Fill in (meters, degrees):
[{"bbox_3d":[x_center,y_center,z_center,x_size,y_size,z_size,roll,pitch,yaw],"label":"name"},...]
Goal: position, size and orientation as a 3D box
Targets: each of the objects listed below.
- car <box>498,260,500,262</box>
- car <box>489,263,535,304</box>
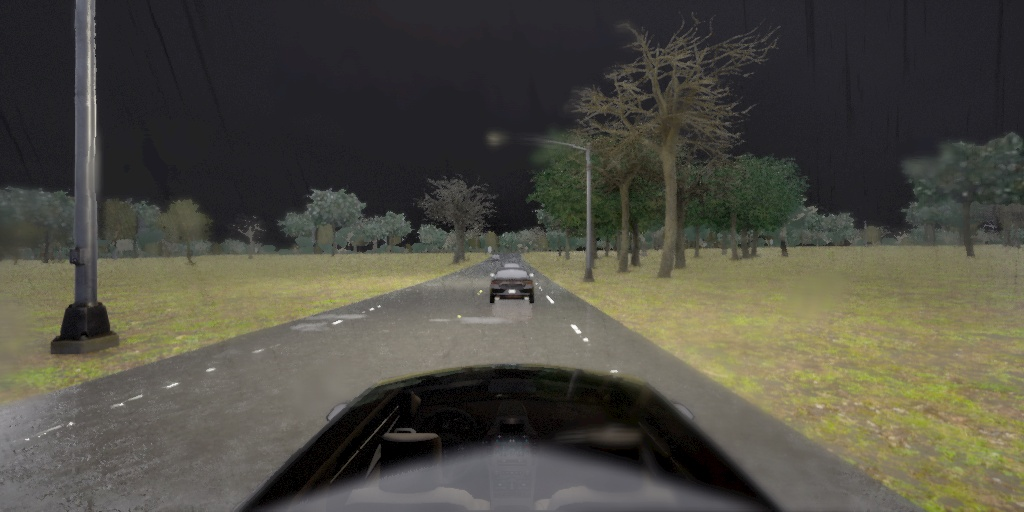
[{"bbox_3d":[0.000,1.279,31.499,2.033,1.411,5.357,0,0,0],"label":"car"},{"bbox_3d":[0.000,1.236,16.501,1.882,1.535,5.008,0,0,0],"label":"car"}]
